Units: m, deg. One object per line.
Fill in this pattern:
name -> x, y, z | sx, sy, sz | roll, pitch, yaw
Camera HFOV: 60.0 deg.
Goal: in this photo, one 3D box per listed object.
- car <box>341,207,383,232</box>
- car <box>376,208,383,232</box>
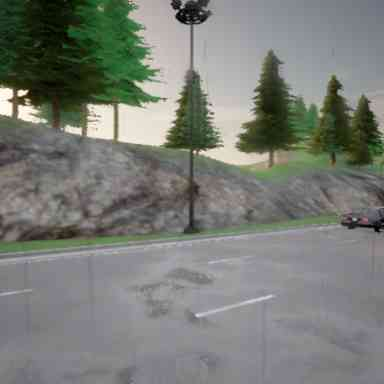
car -> 11.274, 1.611, 20.469 | 5.357, 1.411, 2.033 | 0, 0, -37
car -> 11.030, 1.578, 15.988 | 4.674, 1.442, 1.812 | 0, 0, -36
